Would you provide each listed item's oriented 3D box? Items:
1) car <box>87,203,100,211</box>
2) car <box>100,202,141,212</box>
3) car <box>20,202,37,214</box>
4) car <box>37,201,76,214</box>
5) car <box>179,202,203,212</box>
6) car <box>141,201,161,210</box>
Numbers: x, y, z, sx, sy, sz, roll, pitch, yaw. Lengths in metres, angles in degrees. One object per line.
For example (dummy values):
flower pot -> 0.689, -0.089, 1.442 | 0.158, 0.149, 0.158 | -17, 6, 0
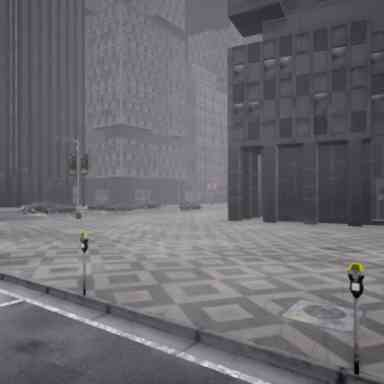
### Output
car -> -13.752, 2.266, 51.308 | 1.895, 1.301, 4.718 | 0, -1, 36
car -> -10.668, 2.221, 50.034 | 2.033, 1.411, 5.357 | 0, -1, 36
car -> -19.615, 1.965, 43.131 | 2.128, 1.511, 4.902 | 0, -1, 36
car -> -16.630, 2.044, 41.736 | 1.994, 1.385, 4.181 | 0, -1, 35
car -> -0.050, 2.334, 53.365 | 1.837, 1.490, 4.892 | 0, -2, 36
car -> -7.742, 2.339, 59.618 | 1.882, 1.535, 5.008 | 0, -1, 36
